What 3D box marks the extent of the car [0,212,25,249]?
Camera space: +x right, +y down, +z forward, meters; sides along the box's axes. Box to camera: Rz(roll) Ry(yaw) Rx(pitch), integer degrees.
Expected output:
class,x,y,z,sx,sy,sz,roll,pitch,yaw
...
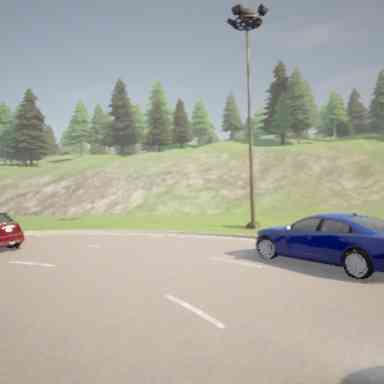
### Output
class,x,y,z,sx,sy,sz,roll,pitch,yaw
car,-9.605,1.648,13.977,4.553,1.767,2.097,-2,0,8

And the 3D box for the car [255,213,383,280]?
class,x,y,z,sx,sy,sz,roll,pitch,yaw
car,3.987,1.348,9.730,1.882,1.535,5.008,-1,0,-32
